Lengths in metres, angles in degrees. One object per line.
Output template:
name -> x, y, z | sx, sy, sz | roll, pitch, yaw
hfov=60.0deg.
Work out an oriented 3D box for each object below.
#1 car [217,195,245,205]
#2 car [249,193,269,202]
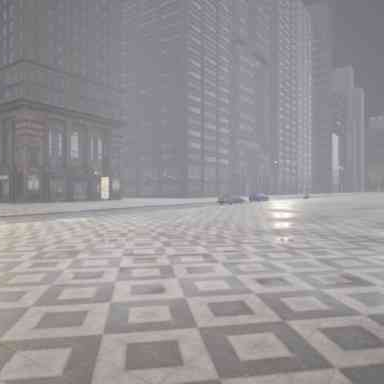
car -> 5.544, 1.064, 47.133 | 2.033, 1.411, 5.357 | 0, 1, 36
car -> 11.160, 0.906, 55.108 | 1.882, 1.535, 5.008 | 0, 1, 35
